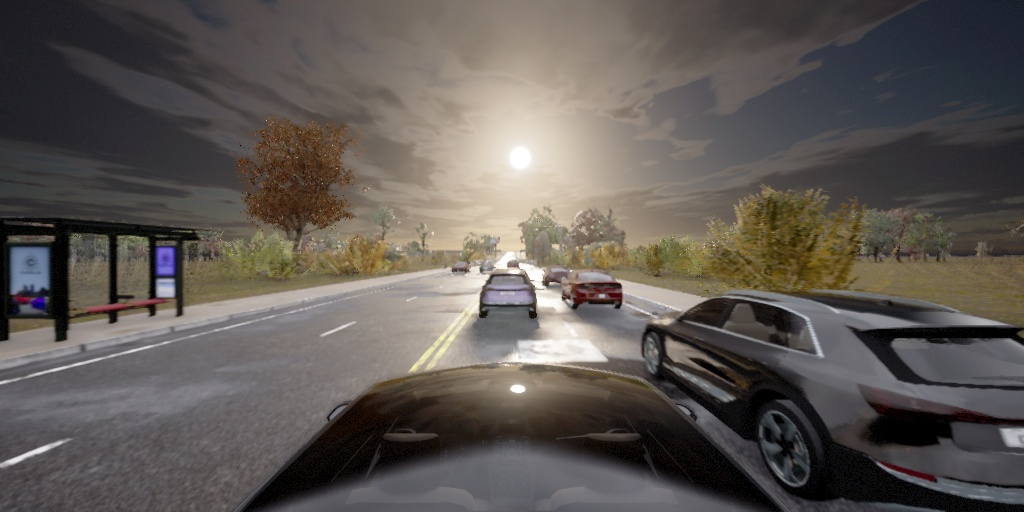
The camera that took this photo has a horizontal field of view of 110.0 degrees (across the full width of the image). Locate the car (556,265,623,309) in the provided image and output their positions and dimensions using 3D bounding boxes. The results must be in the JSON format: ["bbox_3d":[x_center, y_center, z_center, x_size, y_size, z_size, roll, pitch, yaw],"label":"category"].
[{"bbox_3d":[3.255,1.304,15.459,1.882,1.535,5.008,0,0,0],"label":"car"}]

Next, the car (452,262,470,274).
[{"bbox_3d":[-6.526,1.457,46.164,1.882,1.535,5.008,0,0,0],"label":"car"}]

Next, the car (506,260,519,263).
[{"bbox_3d":[0.113,1.396,60.570,2.097,1.767,4.553,0,0,0],"label":"car"}]

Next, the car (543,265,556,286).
[{"bbox_3d":[3.259,1.409,26.459,1.812,1.442,4.674,0,0,0],"label":"car"}]

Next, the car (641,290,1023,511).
[{"bbox_3d":[3.252,1.197,4.459,2.033,1.649,4.856,0,0,0],"label":"car"}]

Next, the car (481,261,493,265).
[{"bbox_3d":[-3.266,1.477,47.353,2.128,1.511,4.902,0,0,0],"label":"car"}]

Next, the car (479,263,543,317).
[{"bbox_3d":[-0.109,1.247,13.468,2.033,1.649,4.856,0,0,1],"label":"car"}]
